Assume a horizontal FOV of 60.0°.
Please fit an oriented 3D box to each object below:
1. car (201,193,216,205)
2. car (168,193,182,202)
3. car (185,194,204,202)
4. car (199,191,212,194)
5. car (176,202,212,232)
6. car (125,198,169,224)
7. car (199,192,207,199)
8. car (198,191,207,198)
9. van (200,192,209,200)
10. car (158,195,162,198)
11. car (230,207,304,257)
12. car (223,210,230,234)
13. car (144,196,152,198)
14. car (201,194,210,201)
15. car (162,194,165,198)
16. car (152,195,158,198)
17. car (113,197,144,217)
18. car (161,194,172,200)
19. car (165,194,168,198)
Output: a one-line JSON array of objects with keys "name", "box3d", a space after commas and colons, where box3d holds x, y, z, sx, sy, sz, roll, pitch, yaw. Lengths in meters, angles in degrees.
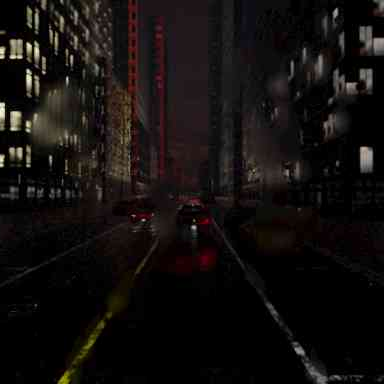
[{"name": "car", "box3d": [2.723, 1.209, 51.323, 1.887, 1.381, 4.507, 1, 0, 0]}, {"name": "car", "box3d": [-2.996, 0.927, 65.068, 2.097, 1.767, 4.553, 0, 0, 1]}, {"name": "car", "box3d": [0.114, 1.264, 39.855, 1.812, 1.442, 4.674, 0, 0, 0]}, {"name": "car", "box3d": [2.730, 0.943, 56.899, 2.192, 1.841, 5.009, 1, 0, 0]}, {"name": "car", "box3d": [0.107, 1.475, 19.131, 1.895, 1.301, 4.718, 0, 0, 0]}, {"name": "car", "box3d": [-3.091, 1.390, 23.865, 2.033, 1.411, 5.357, 0, 0, 0]}, {"name": "car", "box3d": [2.738, 0.889, 84.784, 1.967, 1.590, 4.097, 1, 0, 0]}, {"name": "car", "box3d": [2.742, 0.729, 90.362, 2.192, 1.841, 5.009, 1, 0, 0]}, {"name": "van", "box3d": [2.736, 0.861, 73.630, 1.690, 1.788, 3.998, 1, 0, 0]}, {"name": "car", "box3d": [-5.659, 1.251, 45.670, 2.008, 1.369, 4.403, 1, 0, 0]}, {"name": "car", "box3d": [2.709, 1.443, 12.454, 1.752, 1.417, 4.829, 1, 0, 0]}, {"name": "car", "box3d": [2.710, 1.448, 17.861, 1.947, 1.339, 4.313, 1, 0, 0]}, {"name": "car", "box3d": [-5.663, 1.324, 34.520, 2.008, 1.369, 4.403, 1, 0, 0]}, {"name": "car", "box3d": [2.729, 1.138, 68.055, 1.802, 1.307, 4.206, 1, 0, 0]}, {"name": "car", "box3d": [-5.658, 1.230, 51.245, 1.947, 1.339, 4.313, 1, 0, 0]}, {"name": "car", "box3d": [-5.661, 1.281, 40.095, 1.887, 1.381, 4.507, 1, 0, 0]}, {"name": "car", "box3d": [-5.665, 1.354, 28.945, 1.887, 1.381, 4.507, 1, 0, 0]}, {"name": "car", "box3d": [-5.649, 1.071, 73.545, 2.008, 1.369, 4.403, 1, 0, 0]}, {"name": "car", "box3d": [-5.655, 1.173, 56.820, 1.887, 1.381, 4.507, 1, 0, 0]}]
